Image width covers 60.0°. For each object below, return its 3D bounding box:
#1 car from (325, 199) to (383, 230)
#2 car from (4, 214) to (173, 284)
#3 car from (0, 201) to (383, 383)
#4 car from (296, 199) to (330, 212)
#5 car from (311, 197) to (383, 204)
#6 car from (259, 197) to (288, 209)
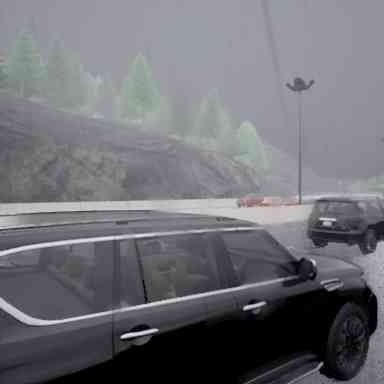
[{"bbox_3d":[10.799,1.376,21.828,4.553,1.767,2.097,0,0,-42],"label":"car"},{"bbox_3d":[-3.049,1.546,10.329,4.674,1.442,1.812,0,0,-36],"label":"car"},{"bbox_3d":[-0.141,1.228,3.754,5.566,2.045,2.150,0,0,-36],"label":"car"},{"bbox_3d":[15.077,1.597,41.177,2.033,1.411,5.357,0,0,42],"label":"car"},{"bbox_3d":[6.981,1.236,13.800,5.566,2.045,2.150,0,0,-40],"label":"car"},{"bbox_3d":[11.852,1.542,48.105,1.882,1.535,5.008,0,0,41],"label":"car"}]
